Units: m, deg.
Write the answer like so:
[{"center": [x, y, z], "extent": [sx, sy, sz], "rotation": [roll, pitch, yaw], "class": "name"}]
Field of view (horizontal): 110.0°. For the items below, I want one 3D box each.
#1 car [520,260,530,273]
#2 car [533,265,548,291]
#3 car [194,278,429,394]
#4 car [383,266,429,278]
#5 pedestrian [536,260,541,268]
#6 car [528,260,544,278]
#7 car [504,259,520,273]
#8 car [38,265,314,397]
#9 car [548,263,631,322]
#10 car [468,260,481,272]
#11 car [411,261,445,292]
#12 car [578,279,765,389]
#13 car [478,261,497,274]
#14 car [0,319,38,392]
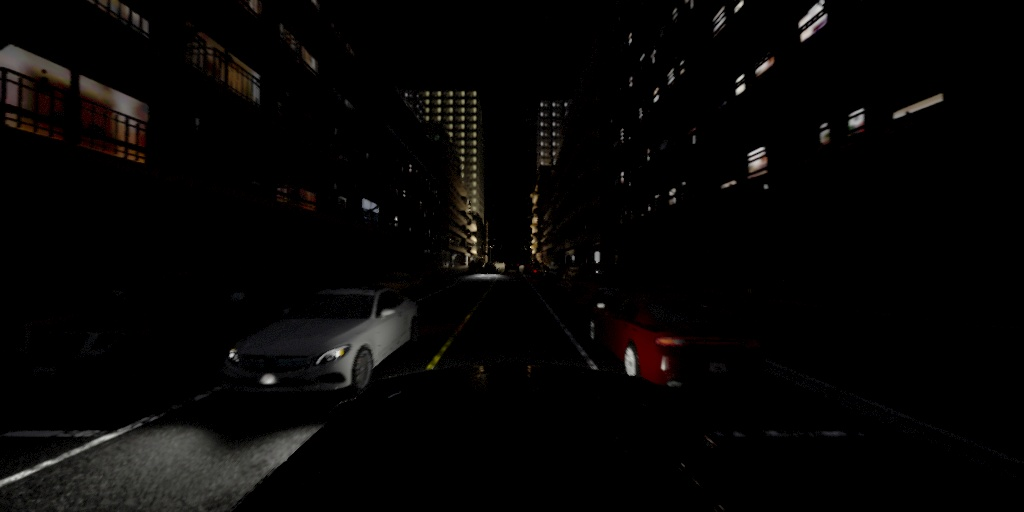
[{"center": [2.687, 1.488, 51.238], "extent": [2.192, 1.841, 5.009], "rotation": [0, 0, 0], "class": "car"}, {"center": [2.690, 1.488, 23.536], "extent": [2.007, 1.370, 4.403], "rotation": [0, 0, 0], "class": "car"}, {"center": [-3.100, 1.321, 6.899], "extent": [1.812, 1.442, 4.674], "rotation": [0, 0, 0], "class": "car"}, {"center": [-5.692, 1.415, 17.773], "extent": [1.751, 1.417, 4.829], "rotation": [0, 0, 0], "class": "car"}, {"center": [2.997, 1.382, 41.124], "extent": [0.375, 1.860, 0.375], "rotation": [1, -2, -1], "class": "pedestrian"}, {"center": [2.997, 1.518, 38.113], "extent": [1.801, 1.575, 5.366], "rotation": [0, 0, 0], "class": "car"}, {"center": [0.007, 1.408, 52.660], "extent": [2.150, 2.045, 5.566], "rotation": [0, 0, 0], "class": "car"}, {"center": [-5.690, 1.109, 6.862], "extent": [2.192, 1.841, 5.009], "rotation": [0, 0, 0], "class": "car"}, {"center": [2.691, 1.157, 12.456], "extent": [2.192, 1.841, 5.009], "rotation": [0, 0, 0], "class": "car"}, {"center": [-5.695, 1.535, 56.725], "extent": [2.192, 1.841, 5.009], "rotation": [0, 0, 0], "class": "car"}, {"center": [-5.692, 1.252, 23.483], "extent": [2.192, 1.841, 5.009], "rotation": [0, 0, 0], "class": "car"}, {"center": [2.691, 1.340, 6.916], "extent": [1.888, 1.381, 4.507], "rotation": [0, 0, 0], "class": "car"}, {"center": [-3.076, 1.754, 48.773], "extent": [1.895, 1.301, 4.718], "rotation": [0, 0, 0], "class": "car"}, {"center": [-5.690, 1.297, 1.322], "extent": [2.007, 1.370, 4.403], "rotation": [0, 0, 0], "class": "car"}]
